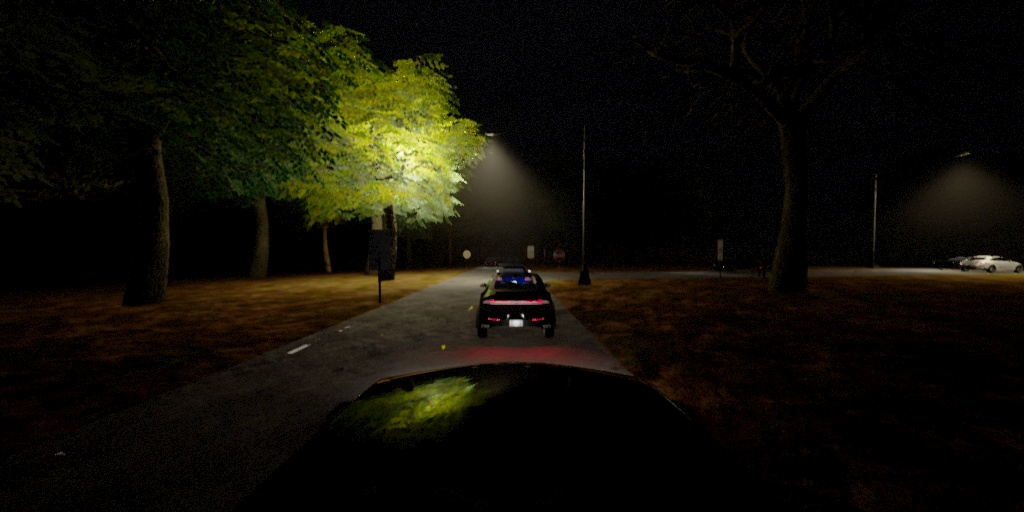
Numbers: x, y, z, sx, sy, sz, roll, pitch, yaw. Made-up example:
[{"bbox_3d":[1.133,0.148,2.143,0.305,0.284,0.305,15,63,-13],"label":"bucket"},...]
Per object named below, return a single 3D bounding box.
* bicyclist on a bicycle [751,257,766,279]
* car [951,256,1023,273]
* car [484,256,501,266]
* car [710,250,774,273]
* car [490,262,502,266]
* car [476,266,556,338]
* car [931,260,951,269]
[{"bbox_3d":[18.552,0.900,27.022,0.582,1.620,1.656,-1,0,0],"label":"bicyclist on a bicycle"},{"bbox_3d":[42.306,0.720,31.741,4.674,1.442,1.812,0,2,-8],"label":"car"},{"bbox_3d":[-3.062,0.845,54.028,1.882,1.535,5.008,0,0,0],"label":"car"},{"bbox_3d":[21.640,0.484,33.457,5.566,2.045,2.150,-1,2,-1],"label":"car"},{"bbox_3d":[0.085,1.214,19.102,1.994,1.385,4.181,0,0,1],"label":"car"},{"bbox_3d":[0.095,1.197,10.030,2.128,1.511,4.902,0,0,0],"label":"car"},{"bbox_3d":[44.021,0.718,35.073,4.718,1.301,1.895,0,2,-7],"label":"car"}]
